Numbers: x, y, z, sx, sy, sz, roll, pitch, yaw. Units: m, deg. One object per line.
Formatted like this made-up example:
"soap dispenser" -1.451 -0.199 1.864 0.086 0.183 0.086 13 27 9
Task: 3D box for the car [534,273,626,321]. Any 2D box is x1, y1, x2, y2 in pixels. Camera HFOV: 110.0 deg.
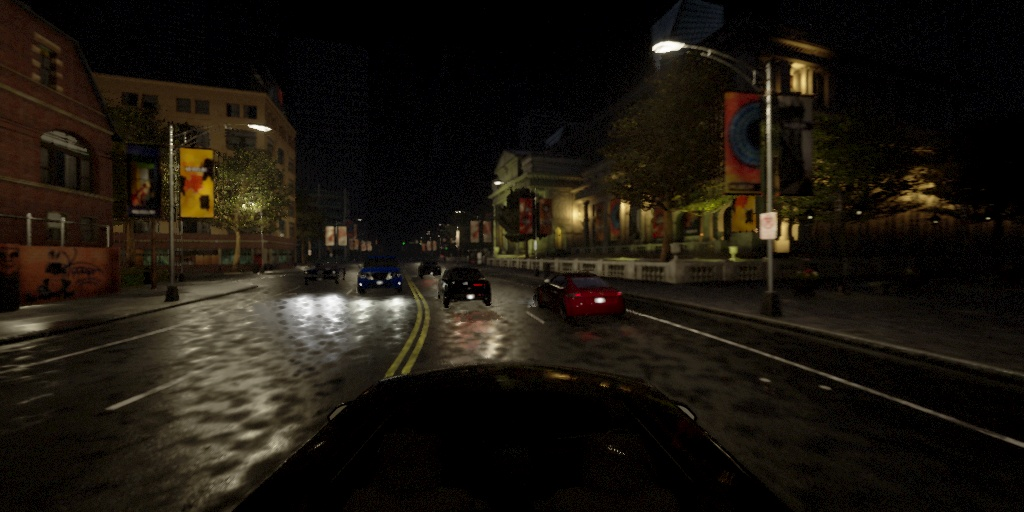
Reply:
"car" 2.159 1.259 12.383 1.994 1.385 4.181 0 0 -12

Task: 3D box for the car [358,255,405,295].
"car" -7.386 0.976 20.466 2.150 2.045 5.566 -1 0 -17

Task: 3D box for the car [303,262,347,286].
"car" -11.807 1.034 22.878 1.895 1.301 4.718 -1 0 -18

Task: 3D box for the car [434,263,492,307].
"car" -2.135 1.228 15.347 1.837 1.490 4.892 0 0 -15

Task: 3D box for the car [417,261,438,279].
"car" -7.571 1.218 32.842 1.837 1.490 4.892 -1 0 -18
